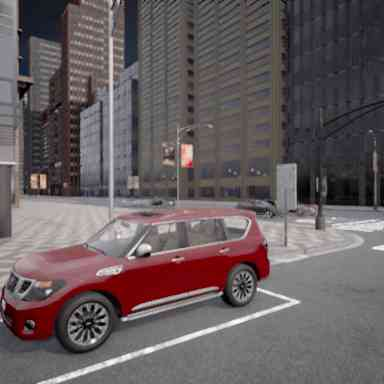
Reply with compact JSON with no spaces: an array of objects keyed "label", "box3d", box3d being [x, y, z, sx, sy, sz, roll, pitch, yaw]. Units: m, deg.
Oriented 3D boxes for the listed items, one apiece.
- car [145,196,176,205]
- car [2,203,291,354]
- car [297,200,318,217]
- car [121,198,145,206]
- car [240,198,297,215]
[{"label":"car","box3d":[-4.060,1.364,45.855,2.128,1.511,4.902,0,0,-36]},{"label":"car","box3d":[-0.677,1.282,6.287,5.009,1.841,2.192,-1,1,-36]},{"label":"car","box3d":[8.430,1.312,28.494,1.812,1.442,4.674,0,0,-36]},{"label":"car","box3d":[-7.910,1.495,45.652,1.895,1.301,4.718,0,0,-35]},{"label":"car","box3d":[5.625,1.305,26.829,1.837,1.490,4.892,0,0,-36]}]
